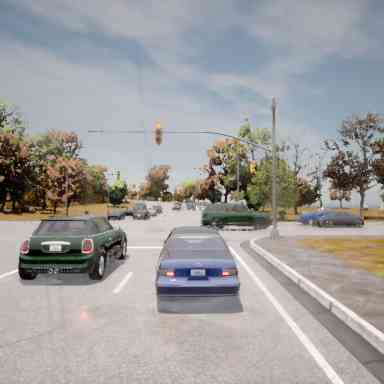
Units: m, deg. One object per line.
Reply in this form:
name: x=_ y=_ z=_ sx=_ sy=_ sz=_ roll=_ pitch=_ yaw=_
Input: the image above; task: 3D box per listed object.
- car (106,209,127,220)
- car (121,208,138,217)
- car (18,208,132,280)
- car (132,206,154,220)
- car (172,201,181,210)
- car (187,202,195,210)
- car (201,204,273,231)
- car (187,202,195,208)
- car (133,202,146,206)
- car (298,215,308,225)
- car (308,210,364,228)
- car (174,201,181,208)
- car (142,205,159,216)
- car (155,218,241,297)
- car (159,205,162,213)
car: x=-10.762 y=3.208 z=47.601 sx=2.033 sy=1.411 sz=5.357 roll=0 pitch=-2 yaw=-3
car: x=-10.740 y=3.504 z=57.478 sx=1.895 sy=1.301 sz=4.718 roll=0 pitch=-1 yaw=0
car: x=-3.444 y=1.486 z=10.515 sx=2.097 sy=1.767 sz=4.553 roll=0 pitch=-1 yaw=0
car: x=-7.220 y=3.158 z=47.798 sx=2.128 sy=1.511 sz=4.902 roll=0 pitch=-2 yaw=1
car: x=-3.712 y=3.539 z=77.834 sx=1.895 sy=1.301 sz=4.718 roll=0 pitch=0 yaw=0
car: x=-0.212 y=3.467 z=77.779 sx=1.812 sy=1.442 sz=4.674 roll=0 pitch=0 yaw=0
car: x=3.411 y=1.932 z=25.804 sx=5.566 sy=2.045 sz=2.150 roll=0 pitch=-3 yaw=1
car: x=-0.334 y=3.305 z=87.961 sx=1.994 sy=1.385 sz=4.181 roll=0 pitch=0 yaw=-4
car: x=-10.687 y=3.204 z=68.235 sx=2.150 sy=2.045 sz=5.566 roll=0 pitch=0 yaw=0
car: x=13.158 y=2.525 z=33.140 sx=5.008 sy=1.535 sz=1.882 roll=0 pitch=-3 yaw=-1
car: x=12.993 y=2.451 z=29.645 sx=4.181 sy=1.385 sz=1.994 roll=0 pitch=-3 yaw=-2
car: x=-3.833 y=3.248 z=87.867 sx=1.837 sy=1.490 sz=4.892 roll=0 pitch=0 yaw=-4
car: x=-7.237 y=3.433 z=57.689 sx=1.812 sy=1.442 sz=4.674 roll=0 pitch=-1 yaw=0
car: x=0.068 y=1.646 z=8.901 sx=2.033 sy=1.411 sz=5.357 roll=0 pitch=-1 yaw=-1
car: x=-7.198 y=3.488 z=67.979 sx=1.837 sy=1.490 sz=4.892 roll=0 pitch=0 yaw=0
